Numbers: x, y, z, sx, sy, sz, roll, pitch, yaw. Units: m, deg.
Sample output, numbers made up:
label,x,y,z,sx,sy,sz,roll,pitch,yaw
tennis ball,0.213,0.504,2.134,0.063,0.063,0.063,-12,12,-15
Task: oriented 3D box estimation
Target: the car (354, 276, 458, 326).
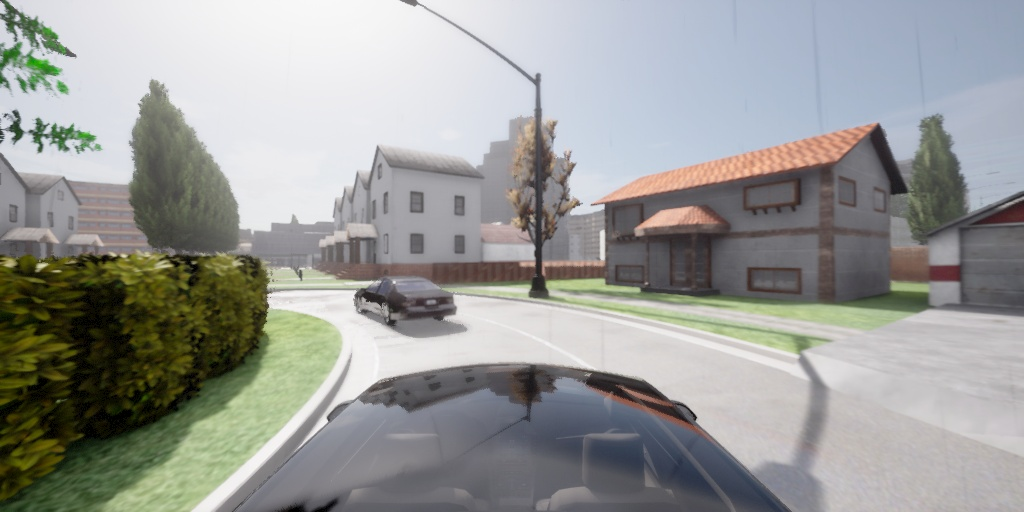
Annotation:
label,x,y,z,sx,sy,sz,roll,pitch,yaw
car,-3.815,1.373,12.184,2.033,1.411,5.357,0,0,-37
